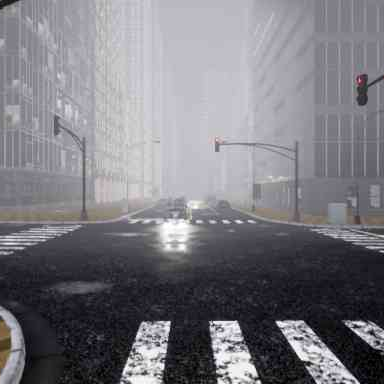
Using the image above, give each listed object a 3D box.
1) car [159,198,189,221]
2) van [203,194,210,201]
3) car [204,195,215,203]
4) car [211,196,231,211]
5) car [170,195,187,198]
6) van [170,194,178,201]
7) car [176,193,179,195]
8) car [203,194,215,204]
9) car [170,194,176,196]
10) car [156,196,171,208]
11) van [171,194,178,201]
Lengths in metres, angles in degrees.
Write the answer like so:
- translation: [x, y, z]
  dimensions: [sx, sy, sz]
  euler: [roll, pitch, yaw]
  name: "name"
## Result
- translation: [-1.366, 1.511, 27.459]
  dimensions: [2.128, 1.511, 4.902]
  euler: [0, 0, -3]
  name: "car"
- translation: [3.502, 1.321, 80.486]
  dimensions: [1.690, 1.788, 3.998]
  euler: [0, 0, 0]
  name: "van"
- translation: [3.578, 1.432, 69.432]
  dimensions: [1.967, 1.590, 4.097]
  euler: [0, 0, 0]
  name: "car"
- translation: [3.817, 1.579, 41.795]
  dimensions: [1.947, 1.339, 4.313]
  euler: [0, 0, 0]
  name: "car"
- translation: [-1.660, 1.538, 43.852]
  dimensions: [1.812, 1.442, 4.674]
  euler: [0, 0, 0]
  name: "car"
- translation: [-4.378, 1.321, 80.432]
  dimensions: [1.690, 1.788, 3.998]
  euler: [0, 0, 0]
  name: "van"
- translation: [-1.733, 1.504, 63.775]
  dimensions: [1.837, 1.490, 4.892]
  euler: [0, 0, 0]
  name: "car"
- translation: [3.616, 1.313, 63.903]
  dimensions: [2.192, 1.841, 5.009]
  euler: [0, 0, 0]
  name: "car"
- translation: [-4.264, 1.564, 63.850]
  dimensions: [1.947, 1.339, 4.313]
  euler: [0, 0, 0]
  name: "car"
- translation: [-4.150, 1.592, 47.267]
  dimensions: [1.802, 1.307, 4.206]
  euler: [0, 0, 0]
  name: "car"
- translation: [-4.416, 1.315, 85.960]
  dimensions: [1.690, 1.788, 3.998]
  euler: [0, 0, 0]
  name: "van"
